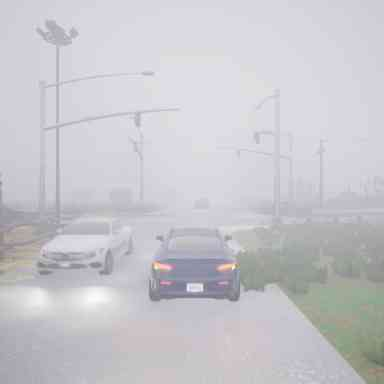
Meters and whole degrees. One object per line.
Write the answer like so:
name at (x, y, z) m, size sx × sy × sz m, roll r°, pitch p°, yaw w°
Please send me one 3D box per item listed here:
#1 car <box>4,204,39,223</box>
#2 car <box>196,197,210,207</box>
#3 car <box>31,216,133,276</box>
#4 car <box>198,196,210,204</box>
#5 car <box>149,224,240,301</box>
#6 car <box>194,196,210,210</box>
car at (-13.084, 1.564, 23.711) m, size 4.181 × 1.385 × 1.994 m, roll 0°, pitch 0°, yaw 2°
car at (1.779, 1.512, 52.997) m, size 2.033 × 1.411 × 5.357 m, roll 0°, pitch 0°, yaw 3°
car at (-3.086, 1.525, 10.523) m, size 1.812 × 1.442 × 4.674 m, roll 0°, pitch 0°, yaw 1°
car at (2.318, 1.512, 63.508) m, size 2.033 × 1.411 × 5.357 m, roll 0°, pitch 0°, yaw 3°
car at (0.053, 1.526, 8.187) m, size 1.812 × 1.442 × 4.674 m, roll 0°, pitch 0°, yaw 0°
car at (1.296, 1.512, 42.847) m, size 2.033 × 1.411 × 5.357 m, roll 0°, pitch 0°, yaw 3°
